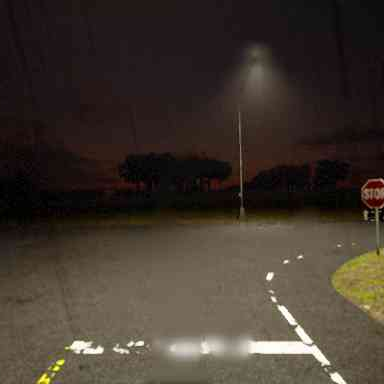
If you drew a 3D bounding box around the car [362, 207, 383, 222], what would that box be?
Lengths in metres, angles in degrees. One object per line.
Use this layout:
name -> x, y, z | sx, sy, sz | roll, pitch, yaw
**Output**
car -> 13.891, 1.240, 22.036 | 4.902, 1.511, 2.128 | -1, -2, -1
